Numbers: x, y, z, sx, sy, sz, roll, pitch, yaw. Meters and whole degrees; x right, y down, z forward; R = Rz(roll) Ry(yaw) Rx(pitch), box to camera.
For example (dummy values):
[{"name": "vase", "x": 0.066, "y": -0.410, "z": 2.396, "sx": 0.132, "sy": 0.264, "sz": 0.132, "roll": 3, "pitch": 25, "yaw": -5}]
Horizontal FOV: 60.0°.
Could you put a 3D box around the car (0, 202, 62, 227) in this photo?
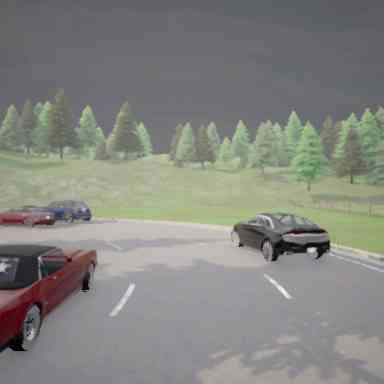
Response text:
[{"name": "car", "x": -11.221, "y": 1.593, "z": 22.087, "sx": 4.181, "sy": 1.385, "sz": 1.994, "roll": 0, "pitch": 0, "yaw": 18}]

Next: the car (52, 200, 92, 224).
[{"name": "car", "x": -10.008, "y": 1.388, "z": 25.357, "sx": 4.553, "sy": 1.767, "sz": 2.097, "roll": 0, "pitch": 0, "yaw": 20}]

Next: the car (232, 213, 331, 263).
[{"name": "car", "x": 2.999, "y": 1.516, "z": 12.272, "sx": 2.128, "sy": 1.511, "sz": 4.902, "roll": 0, "pitch": 0, "yaw": -13}]

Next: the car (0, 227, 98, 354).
[{"name": "car", "x": -3.203, "y": 1.609, "z": 6.091, "sx": 1.895, "sy": 1.301, "sz": 4.718, "roll": 0, "pitch": 0, "yaw": 0}]
